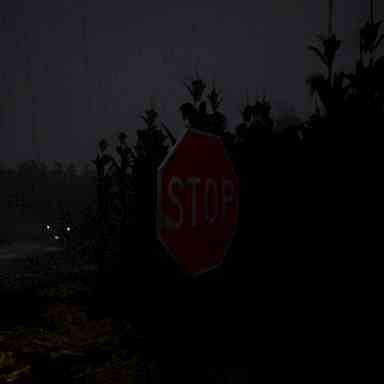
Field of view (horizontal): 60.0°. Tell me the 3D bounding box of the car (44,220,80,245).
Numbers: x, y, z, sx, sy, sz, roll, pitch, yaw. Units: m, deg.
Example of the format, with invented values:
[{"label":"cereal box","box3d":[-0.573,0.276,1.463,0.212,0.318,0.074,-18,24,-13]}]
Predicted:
[{"label":"car","box3d":[-4.485,1.623,15.911,1.895,1.301,4.718,0,0,35]}]
